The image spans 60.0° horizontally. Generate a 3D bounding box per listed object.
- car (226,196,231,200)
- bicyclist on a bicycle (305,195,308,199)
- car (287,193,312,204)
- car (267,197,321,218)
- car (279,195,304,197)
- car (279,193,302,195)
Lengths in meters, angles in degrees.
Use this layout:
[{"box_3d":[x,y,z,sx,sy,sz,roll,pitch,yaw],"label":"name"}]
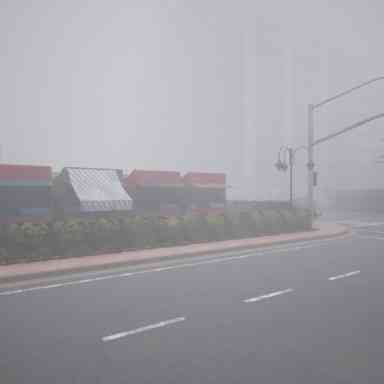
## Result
[{"box_3d":[2.731,1.166,36.269,2.150,2.045,5.566,0,0,-36],"label":"car"},{"box_3d":[15.563,1.246,44.947,1.656,1.620,0.582,0,0,-36],"label":"bicyclist on a bicycle"},{"box_3d":[19.031,1.114,59.142,1.905,1.878,3.866,0,0,-36],"label":"car"},{"box_3d":[8.538,1.436,28.249,2.128,1.511,4.902,0,0,-36],"label":"car"},{"box_3d":[12.765,1.449,40.602,1.837,1.490,4.892,0,0,-36],"label":"car"},{"box_3d":[16.640,1.114,57.430,1.905,1.878,3.866,0,0,-36],"label":"car"}]
